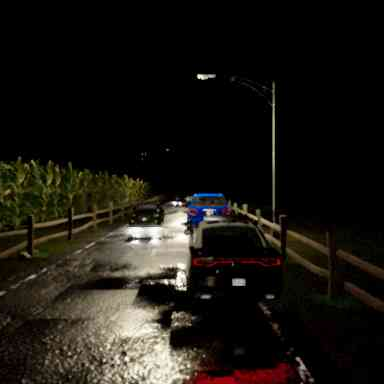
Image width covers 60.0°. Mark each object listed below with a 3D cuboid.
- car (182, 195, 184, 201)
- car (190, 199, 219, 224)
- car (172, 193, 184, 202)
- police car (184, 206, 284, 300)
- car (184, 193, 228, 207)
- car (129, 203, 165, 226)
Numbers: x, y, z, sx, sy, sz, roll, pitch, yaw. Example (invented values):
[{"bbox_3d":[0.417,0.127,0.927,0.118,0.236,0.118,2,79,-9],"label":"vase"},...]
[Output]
[{"bbox_3d":[0.032,1.322,46.157,1.895,1.301,4.718,0,0,1],"label":"car"},{"bbox_3d":[0.828,1.319,24.326,1.882,1.535,5.008,0,0,0],"label":"car"},{"bbox_3d":[-2.769,1.137,64.721,2.128,1.511,4.902,0,0,1],"label":"car"},{"bbox_3d":[0.826,1.369,8.437,1.930,1.638,5.238,0,0,0],"label":"police car"},{"bbox_3d":[0.827,1.104,18.355,2.150,2.045,5.566,0,0,0],"label":"car"},{"bbox_3d":[-2.847,1.421,21.807,1.994,1.385,4.181,0,0,0],"label":"car"}]
